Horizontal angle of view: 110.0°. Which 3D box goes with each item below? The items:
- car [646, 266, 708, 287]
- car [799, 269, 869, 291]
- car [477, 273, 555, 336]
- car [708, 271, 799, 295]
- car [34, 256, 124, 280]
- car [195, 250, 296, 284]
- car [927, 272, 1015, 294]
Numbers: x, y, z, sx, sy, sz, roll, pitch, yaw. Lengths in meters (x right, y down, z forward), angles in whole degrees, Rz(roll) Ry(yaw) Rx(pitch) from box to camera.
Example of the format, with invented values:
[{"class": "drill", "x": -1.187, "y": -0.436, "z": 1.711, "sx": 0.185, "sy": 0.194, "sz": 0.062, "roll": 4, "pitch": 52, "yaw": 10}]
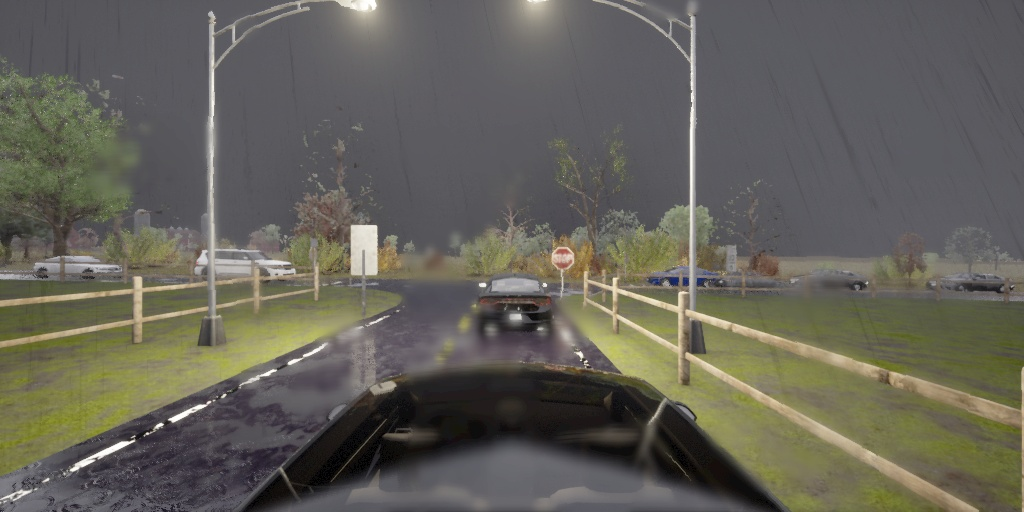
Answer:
[{"class": "car", "x": 12.335, "y": 1.498, "z": 26.078, "sx": 5.008, "sy": 1.535, "sz": 1.882, "roll": 1, "pitch": 1, "yaw": -2}, {"class": "car", "x": 23.029, "y": 1.740, "z": 26.134, "sx": 4.902, "sy": 1.511, "sz": 2.128, "roll": 1, "pitch": 1, "yaw": 0}, {"class": "car", "x": 0.062, "y": 1.226, "z": 10.470, "sx": 1.882, "sy": 1.535, "sz": 5.008, "roll": 0, "pitch": 0, "yaw": -1}, {"class": "car", "x": 15.518, "y": 1.689, "z": 23.186, "sx": 4.181, "sy": 1.385, "sz": 1.994, "roll": 1, "pitch": 1, "yaw": 0}, {"class": "car", "x": -27.883, "y": 0.716, "z": 23.183, "sx": 4.674, "sy": 1.442, "sz": 1.812, "roll": 1, "pitch": 1, "yaw": 0}, {"class": "car", "x": -17.166, "y": 0.644, "z": 23.184, "sx": 5.566, "sy": 2.045, "sz": 2.150, "roll": 1, "pitch": 1, "yaw": 0}, {"class": "car", "x": 33.308, "y": 1.958, "z": 26.128, "sx": 4.902, "sy": 1.511, "sz": 2.128, "roll": 1, "pitch": 1, "yaw": 0}]
